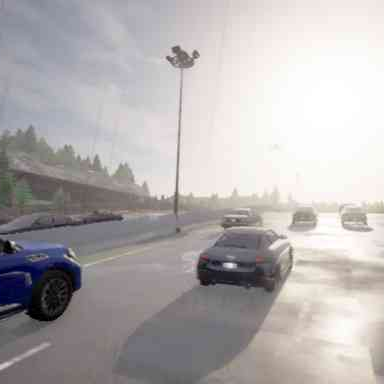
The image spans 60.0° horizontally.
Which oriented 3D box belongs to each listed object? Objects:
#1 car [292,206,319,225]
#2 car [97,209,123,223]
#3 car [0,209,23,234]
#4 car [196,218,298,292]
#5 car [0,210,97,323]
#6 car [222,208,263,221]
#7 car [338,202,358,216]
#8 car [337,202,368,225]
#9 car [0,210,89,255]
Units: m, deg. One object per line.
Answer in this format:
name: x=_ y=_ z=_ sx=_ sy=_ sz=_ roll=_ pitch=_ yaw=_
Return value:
car: x=9.211 y=1.823 z=26.954 sx=1.812 sy=1.442 sz=4.674 roll=-1 pitch=-1 yaw=23
car: x=-7.229 y=1.977 z=24.710 sx=1.895 sy=1.301 sz=4.718 roll=-1 pitch=-1 yaw=23
car: x=-12.962 y=1.880 z=20.246 sx=1.812 sy=1.442 sz=4.674 roll=-1 pitch=-1 yaw=23
car: x=1.672 y=1.680 z=9.483 sx=1.994 sy=1.385 sz=4.181 roll=-1 pitch=-1 yaw=23
car: x=-4.143 y=1.316 z=4.842 sx=2.150 sy=2.045 sz=5.566 roll=-1 pitch=-1 yaw=23
car: x=3.519 y=1.826 z=22.629 sx=2.033 sy=1.411 sz=5.357 roll=-1 pitch=-1 yaw=23
car: x=17.970 y=1.897 z=38.472 sx=1.882 sy=1.535 sz=5.008 roll=-1 pitch=-1 yaw=23
car: x=12.746 y=1.792 z=26.358 sx=1.812 sy=1.442 sz=4.674 roll=-1 pitch=-1 yaw=23
car: x=-7.310 y=1.735 z=15.678 sx=1.882 sy=1.535 sz=5.008 roll=-1 pitch=-1 yaw=23
